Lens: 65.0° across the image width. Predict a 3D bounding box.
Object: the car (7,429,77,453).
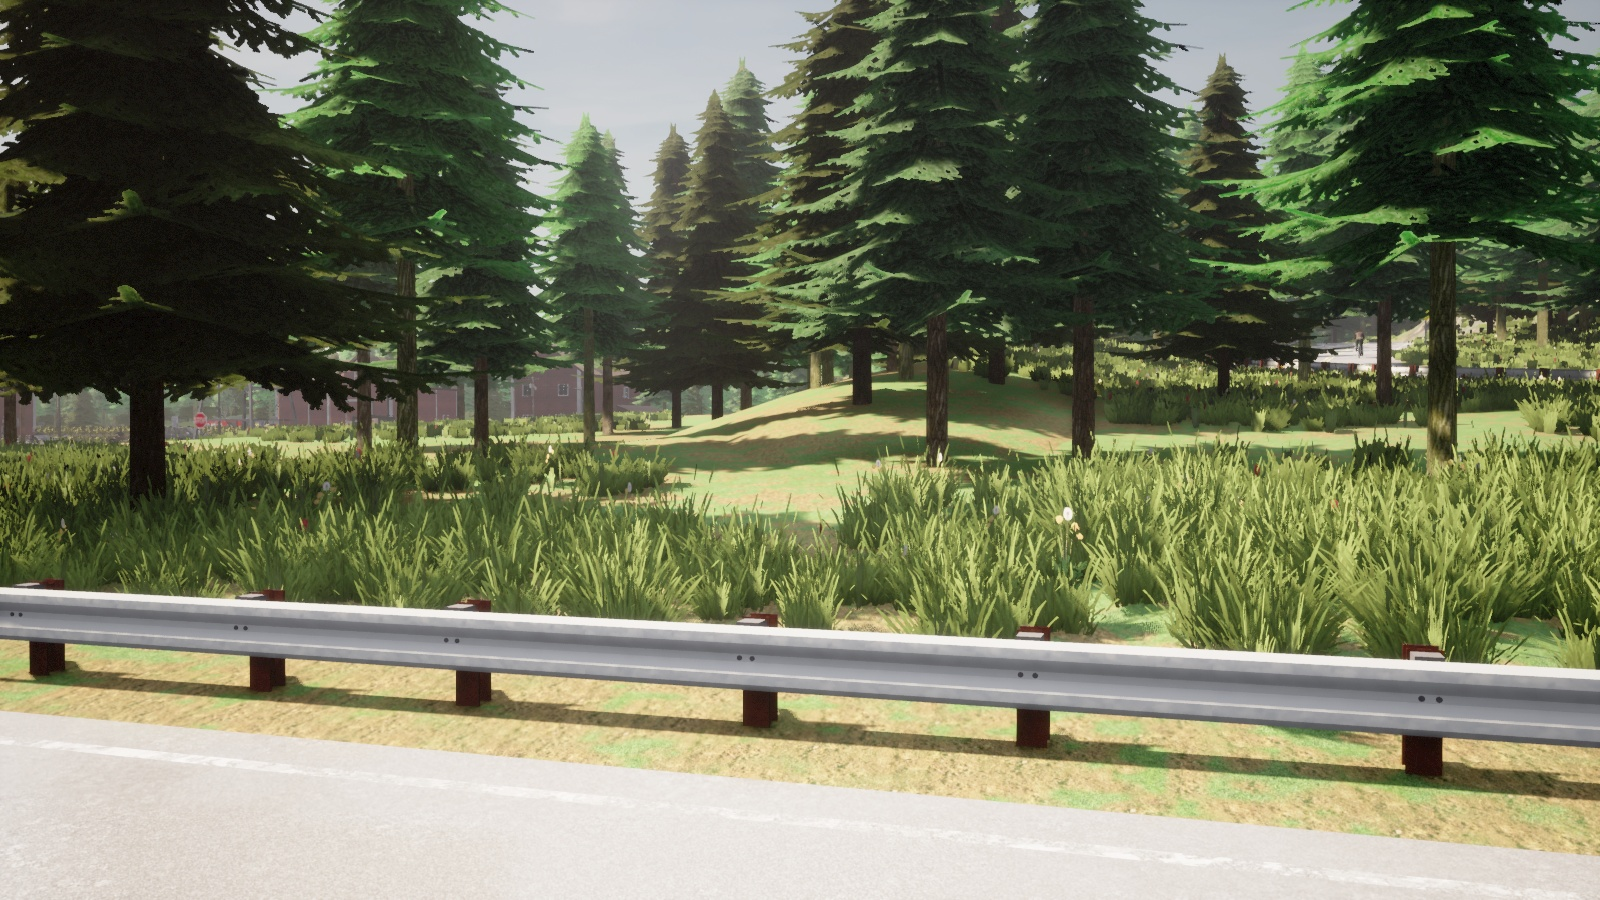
[{"bbox_3d":[-48.205,-0.593,79.878,3.633,1.501,1.845,1,1,16],"label":"car"}]
